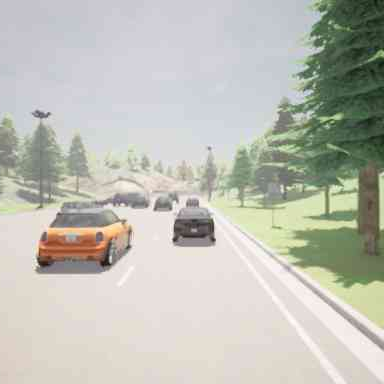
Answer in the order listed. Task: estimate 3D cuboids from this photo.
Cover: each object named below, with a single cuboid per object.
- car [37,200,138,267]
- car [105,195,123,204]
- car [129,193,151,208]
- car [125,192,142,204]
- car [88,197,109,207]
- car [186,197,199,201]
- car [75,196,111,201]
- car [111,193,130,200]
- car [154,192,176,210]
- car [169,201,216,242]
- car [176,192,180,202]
[{"bbox_3d":[-3.405,1.331,11.493,2.097,1.767,4.553,0,0,0],"label":"car"},{"bbox_3d":[-14.023,1.376,60.127,2.128,1.511,4.902,0,0,0],"label":"car"},{"bbox_3d":[-6.917,1.265,46.067,2.097,1.767,4.553,0,0,0],"label":"car"},{"bbox_3d":[-10.524,1.122,60.575,2.150,2.045,5.566,0,0,0],"label":"car"},{"bbox_3d":[-14.020,1.506,50.157,1.895,1.301,4.718,0,0,0],"label":"car"},{"bbox_3d":[0.082,1.405,45.681,2.128,1.511,4.902,0,0,0],"label":"car"},{"bbox_3d":[-6.908,1.311,21.132,2.097,1.767,4.553,0,0,0],"label":"car"},{"bbox_3d":[-10.520,1.127,50.574,2.150,2.045,5.566,0,0,0],"label":"car"},{"bbox_3d":[-3.415,1.277,40.847,2.097,1.767,4.553,0,0,0],"label":"car"},{"bbox_3d":[0.093,1.447,16.368,1.882,1.535,5.008,0,0,0],"label":"car"},{"bbox_3d":[-3.524,1.106,62.243,2.150,2.045,5.566,0,0,0],"label":"car"}]
